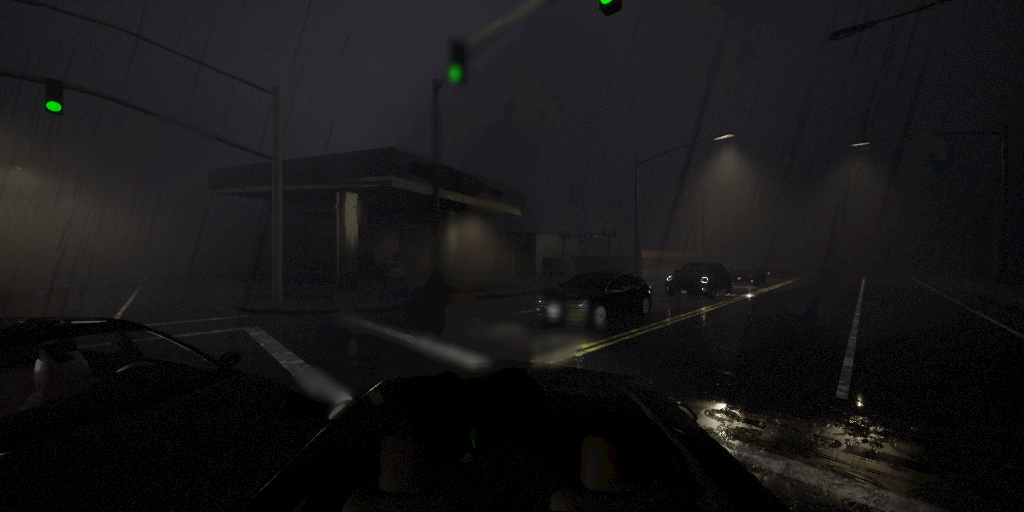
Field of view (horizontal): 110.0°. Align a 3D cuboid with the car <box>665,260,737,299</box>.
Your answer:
[{"bbox_3d":[9.630,1.102,18.395,2.097,1.767,4.553,0,0,45],"label":"car"}]

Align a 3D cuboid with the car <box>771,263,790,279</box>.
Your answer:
[{"bbox_3d":[23.622,1.314,32.427,4.181,1.385,1.994,0,0,-45],"label":"car"}]

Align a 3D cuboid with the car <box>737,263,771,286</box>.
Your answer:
[{"bbox_3d":[16.523,1.314,25.339,1.994,1.385,4.181,0,0,44],"label":"car"}]

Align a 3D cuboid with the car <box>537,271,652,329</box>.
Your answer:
[{"bbox_3d":[2.825,1.255,11.516,1.837,1.490,4.892,0,0,44],"label":"car"}]

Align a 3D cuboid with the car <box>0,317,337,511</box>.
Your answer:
[{"bbox_3d":[-3.433,1.242,2.467,4.902,1.511,2.128,0,0,15],"label":"car"}]
